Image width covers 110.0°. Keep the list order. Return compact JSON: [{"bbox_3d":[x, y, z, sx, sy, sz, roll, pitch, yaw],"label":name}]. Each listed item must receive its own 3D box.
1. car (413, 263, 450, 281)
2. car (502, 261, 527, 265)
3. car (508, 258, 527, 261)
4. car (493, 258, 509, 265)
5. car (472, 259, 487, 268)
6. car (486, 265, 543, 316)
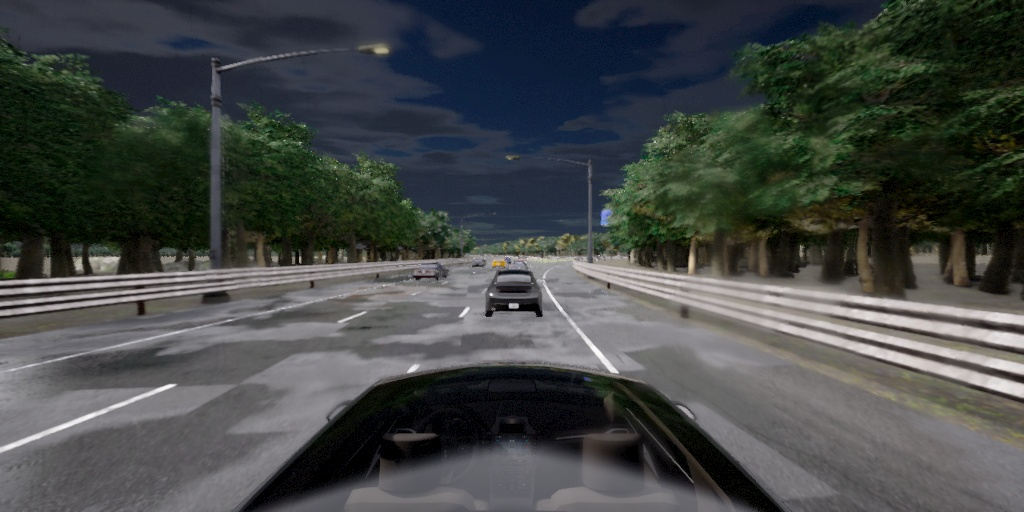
[{"bbox_3d":[-6.551,1.268,29.500,2.033,1.411,5.357,0,0,2],"label":"car"},{"bbox_3d":[0.424,1.326,29.751,1.895,1.301,4.718,0,0,2],"label":"car"},{"bbox_3d":[0.851,1.258,42.129,1.994,1.385,4.181,0,0,2],"label":"car"},{"bbox_3d":[-1.992,1.116,57.254,1.882,1.535,5.008,0,0,2],"label":"car"},{"bbox_3d":[-5.397,1.175,59.686,2.033,1.411,5.357,0,0,2],"label":"car"},{"bbox_3d":[0.086,1.254,13.241,1.837,1.490,4.892,0,0,1],"label":"car"}]
